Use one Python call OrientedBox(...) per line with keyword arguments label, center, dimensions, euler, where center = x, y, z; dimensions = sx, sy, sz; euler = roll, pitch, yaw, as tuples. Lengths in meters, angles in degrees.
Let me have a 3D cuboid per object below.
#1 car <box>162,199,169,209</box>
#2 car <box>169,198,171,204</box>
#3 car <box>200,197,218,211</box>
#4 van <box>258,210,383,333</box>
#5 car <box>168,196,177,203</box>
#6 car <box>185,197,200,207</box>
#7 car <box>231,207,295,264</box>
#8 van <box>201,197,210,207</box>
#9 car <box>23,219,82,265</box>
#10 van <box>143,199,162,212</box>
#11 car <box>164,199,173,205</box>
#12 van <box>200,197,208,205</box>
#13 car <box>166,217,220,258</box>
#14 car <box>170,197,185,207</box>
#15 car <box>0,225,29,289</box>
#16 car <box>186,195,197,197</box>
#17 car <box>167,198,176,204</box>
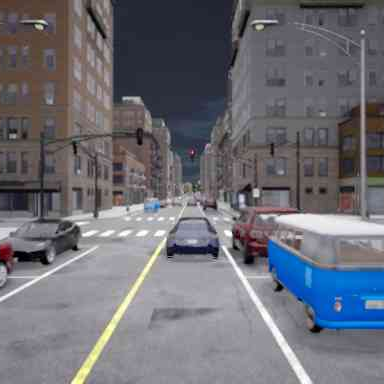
OrientedBox(label="car", center=(-5.405, 2.080, 54.936), dimensions=(1.947, 1.339, 4.313), euler=(0, -1, 0))
OrientedBox(label="car", center=(-5.403, 2.109, 60.342), dimensions=(1.887, 1.381, 4.507), euler=(0, -1, 0))
OrientedBox(label="car", center=(2.705, 1.779, 49.533), dimensions=(2.192, 1.841, 5.009), euler=(0, -1, 0))
OrientedBox(label="van", center=(2.637, 1.406, 6.652), dimensions=(1.690, 1.788, 3.998), euler=(0, -1, 0))
OrientedBox(label="car", center=(-5.395, 2.178, 92.780), dimensions=(2.192, 1.841, 5.009), euler=(0, -1, 0))
OrientedBox(label="car", center=(0.017, 2.177, 65.498), dimensions=(1.994, 1.385, 4.181), euler=(0, 0, 1))
OrientedBox(label="car", center=(2.637, 1.432, 12.164), dimensions=(2.192, 1.841, 5.009), euler=(0, -1, 0))
OrientedBox(label="van", center=(2.690, 1.955, 65.751), dimensions=(1.690, 1.788, 3.998), euler=(0, -1, 0))
OrientedBox(label="car", center=(-5.388, 1.682, 12.161), dimensions=(1.947, 1.339, 4.313), euler=(0, -1, 0))
OrientedBox(label="van", center=(-5.408, 1.755, 44.126), dimensions=(1.690, 1.788, 3.998), euler=(0, -1, 0))
OrientedBox(label="car", center=(-5.399, 2.238, 76.391), dimensions=(1.752, 1.417, 4.829), euler=(0, -1, 0))
OrientedBox(label="van", center=(2.680, 2.055, 76.564), dimensions=(1.690, 1.788, 3.998), euler=(0, -1, 0))
OrientedBox(label="car", center=(0.074, 1.693, 13.456), dimensions=(1.994, 1.385, 4.181), euler=(0, 0, 2))
OrientedBox(label="car", center=(-2.793, 2.103, 61.790), dimensions=(1.812, 1.442, 4.674), euler=(0, -1, 1))
OrientedBox(label="car", center=(-5.388, 1.609, 6.651), dimensions=(1.887, 1.381, 4.507), euler=(0, -1, 0))
OrientedBox(label="car", center=(0.001, 2.124, 79.334), dimensions=(1.994, 1.385, 4.181), euler=(0, -1, 0))
OrientedBox(label="car", center=(-5.396, 2.379, 87.372), dimensions=(1.947, 1.339, 4.313), euler=(0, -1, 0))
